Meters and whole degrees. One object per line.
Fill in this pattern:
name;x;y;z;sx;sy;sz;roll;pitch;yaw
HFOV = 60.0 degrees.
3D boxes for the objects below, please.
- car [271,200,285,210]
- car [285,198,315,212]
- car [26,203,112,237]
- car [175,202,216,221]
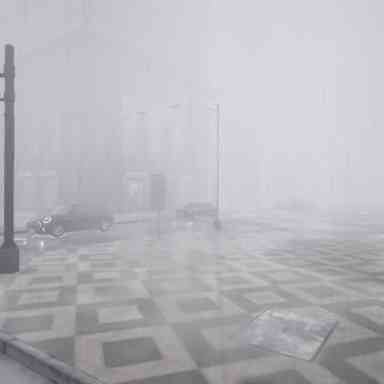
car;12.547;1.816;45.442;1.895;1.301;4.718;0;0;36
car;13.916;1.574;41.988;2.097;1.767;4.553;0;0;36
car;-6.792;1.415;18.679;2.097;1.767;4.553;0;0;37
car;0.471;1.625;28.750;1.837;1.490;4.892;0;0;36
